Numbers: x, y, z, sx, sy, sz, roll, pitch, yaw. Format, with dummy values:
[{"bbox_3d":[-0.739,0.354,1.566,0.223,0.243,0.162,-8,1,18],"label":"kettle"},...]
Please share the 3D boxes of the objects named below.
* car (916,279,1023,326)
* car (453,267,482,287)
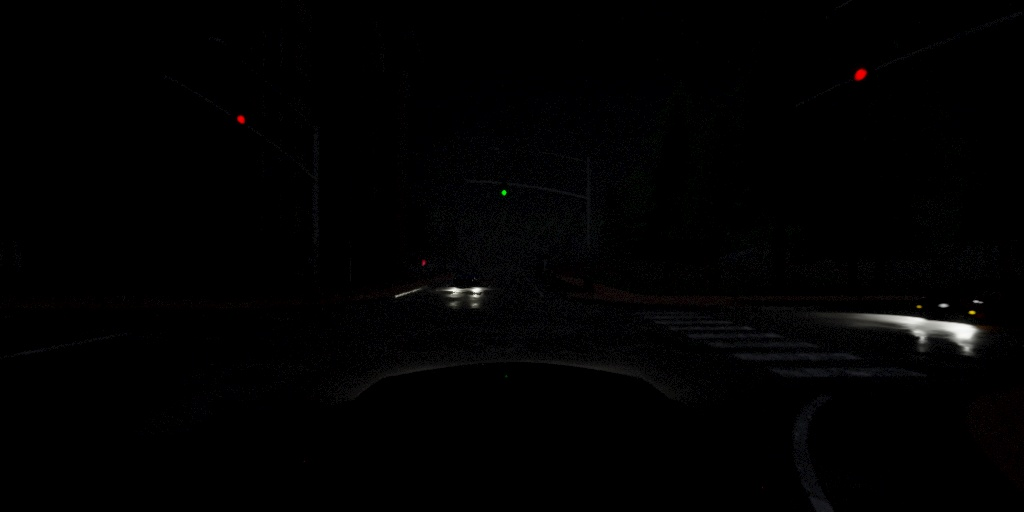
[{"bbox_3d":[16.322,1.462,11.964,4.181,1.385,1.994,0,-1,-1],"label":"car"},{"bbox_3d":[-3.505,1.657,28.815,1.882,1.535,5.008,0,0,0],"label":"car"}]
